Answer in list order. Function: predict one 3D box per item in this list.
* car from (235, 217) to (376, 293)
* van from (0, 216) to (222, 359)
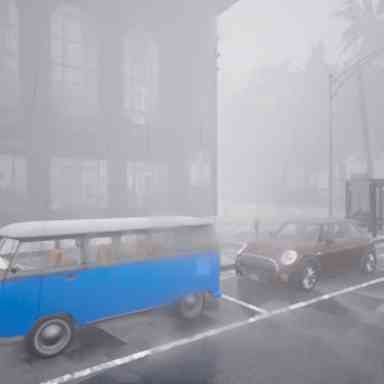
[{"bbox_3d":[3.057,1.440,8.824,4.097,1.590,1.967,0,0,-35],"label":"car"},{"bbox_3d":[-1.364,1.341,5.677,3.998,1.788,1.690,0,0,-35],"label":"van"}]
